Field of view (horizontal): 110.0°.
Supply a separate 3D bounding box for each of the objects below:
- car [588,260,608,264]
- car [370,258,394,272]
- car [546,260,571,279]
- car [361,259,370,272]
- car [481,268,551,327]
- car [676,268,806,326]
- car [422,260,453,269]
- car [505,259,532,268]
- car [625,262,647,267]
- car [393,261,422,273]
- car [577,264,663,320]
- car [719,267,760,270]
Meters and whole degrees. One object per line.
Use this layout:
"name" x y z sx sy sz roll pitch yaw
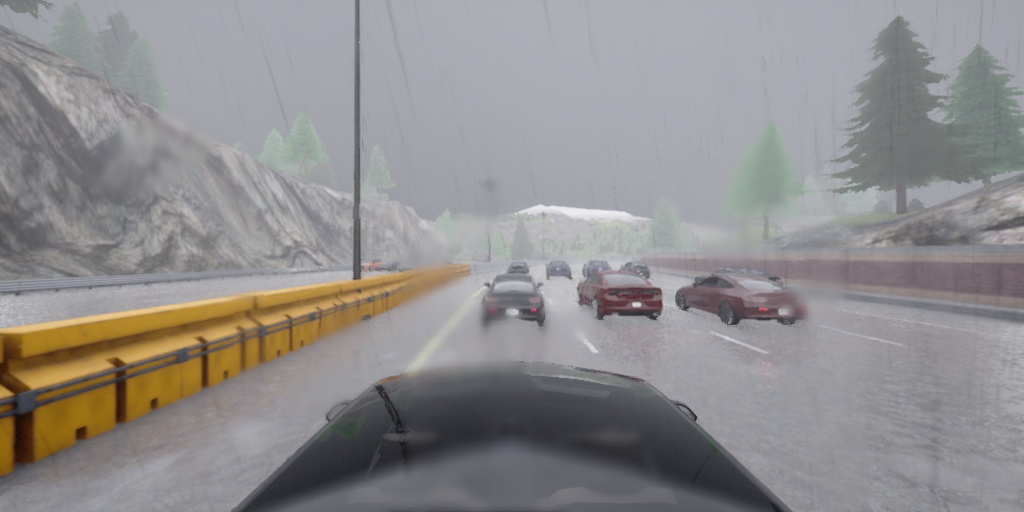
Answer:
"car" 7.694 1.123 32.616 2.097 1.767 4.553 0 0 5
"car" -15.508 1.331 45.922 2.033 1.411 5.357 0 0 9
"car" 4.182 1.124 32.611 2.097 1.767 4.553 0 0 5
"car" -18.777 1.135 47.313 2.097 1.767 4.553 0 0 10
"car" 0.061 1.282 11.486 1.812 1.442 4.674 0 0 0
"car" 7.058 1.282 11.570 1.812 1.442 4.674 0 0 0
"car" -8.743 1.259 43.792 1.882 1.535 5.008 0 0 9
"car" 0.691 1.278 32.874 1.837 1.490 4.892 0 0 5
"car" 11.231 1.276 32.971 1.837 1.490 4.892 0 0 5
"car" -12.267 1.382 44.001 1.895 1.301 4.718 0 0 9
"car" 3.560 1.235 12.691 1.882 1.535 5.008 0 0 0
"car" 10.571 1.252 17.217 2.128 1.511 4.902 0 0 0
